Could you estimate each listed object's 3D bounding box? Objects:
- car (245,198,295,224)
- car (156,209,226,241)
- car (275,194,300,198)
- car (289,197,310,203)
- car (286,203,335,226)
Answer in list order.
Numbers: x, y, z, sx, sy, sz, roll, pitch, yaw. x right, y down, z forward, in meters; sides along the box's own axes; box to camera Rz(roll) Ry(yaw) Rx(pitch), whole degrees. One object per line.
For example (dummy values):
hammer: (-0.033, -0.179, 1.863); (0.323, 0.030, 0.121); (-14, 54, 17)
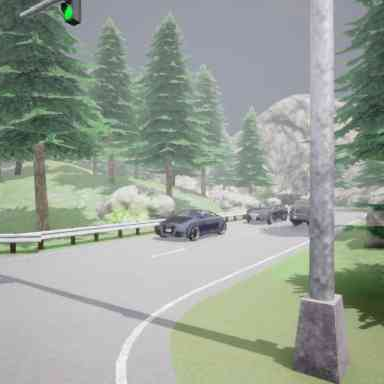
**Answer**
car: (5.713, 1.507, 25.145); (2.128, 1.511, 4.902); (0, 0, 35)
car: (0.052, 1.579, 16.969); (1.994, 1.385, 4.181); (0, 0, 35)
car: (15.051, 1.321, 54.169); (2.150, 2.045, 5.566); (3, -2, -40)
car: (11.313, 1.520, 33.691); (1.837, 1.490, 4.892); (0, 0, 28)
car: (8.270, 1.640, 22.506); (1.895, 1.301, 4.718); (0, 0, 35)
